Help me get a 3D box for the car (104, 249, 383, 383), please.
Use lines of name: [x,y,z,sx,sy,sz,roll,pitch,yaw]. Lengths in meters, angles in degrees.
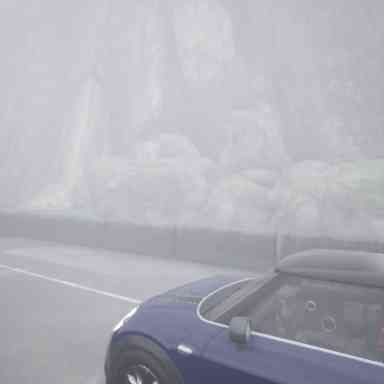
car: [1.286,1.353,3.073,4.553,1.767,2.097,0,0,35]
